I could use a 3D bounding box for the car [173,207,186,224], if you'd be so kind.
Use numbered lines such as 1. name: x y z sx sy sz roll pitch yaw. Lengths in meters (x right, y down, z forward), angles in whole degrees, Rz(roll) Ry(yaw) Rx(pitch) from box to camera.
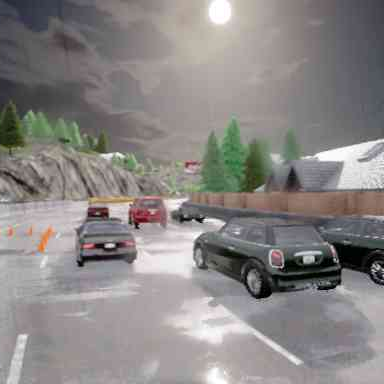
1. car: -0.470 1.829 26.890 1.895 1.301 4.718 0 0 -15

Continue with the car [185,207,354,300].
1. car: 1.691 1.445 9.050 2.097 1.767 4.553 1 0 -22

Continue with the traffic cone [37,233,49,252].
1. traffic cone: -5.913 2.030 13.091 0.340 0.580 0.340 1 -1 -20

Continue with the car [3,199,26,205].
1. car: -29.636 1.836 55.964 2.033 1.411 5.357 0 0 -2

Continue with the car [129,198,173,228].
1. car: -3.196 1.406 23.591 2.150 2.045 5.566 0 0 -16

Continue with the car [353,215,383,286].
1. car: 5.023 1.471 10.138 2.097 1.767 4.553 1 -1 -22

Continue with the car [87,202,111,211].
1. car: -8.545 1.685 30.564 1.882 1.535 5.008 0 0 -13

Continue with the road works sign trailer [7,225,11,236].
1. road works sign trailer: -4.931 0.485 6.014 2.380 3.560 2.880 1 -1 -20

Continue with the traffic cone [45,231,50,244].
1. traffic cone: -6.591 2.042 14.973 0.340 0.580 0.340 1 -1 -20

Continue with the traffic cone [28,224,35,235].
1. traffic cone: -8.887 2.056 18.398 0.340 0.580 0.340 1 -1 -20

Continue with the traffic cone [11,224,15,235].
1. traffic cone: -9.828 2.048 18.059 0.340 0.580 0.340 1 -1 -20

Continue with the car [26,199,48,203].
1. car: -26.168 1.883 57.137 1.994 1.385 4.181 0 0 -2

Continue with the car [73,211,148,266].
1. car: -3.234 1.630 12.060 2.033 1.411 5.357 1 -1 -20
